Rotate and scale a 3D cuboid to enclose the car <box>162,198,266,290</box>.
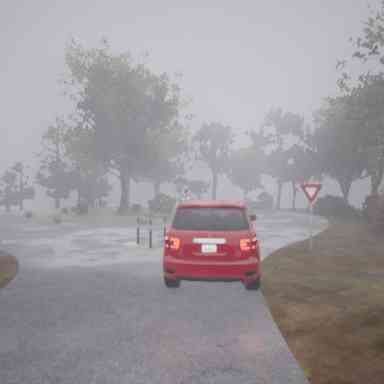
[{"bbox_3d":[0.637,1.213,9.270,2.150,2.045,5.566,0,0,6],"label":"car"}]

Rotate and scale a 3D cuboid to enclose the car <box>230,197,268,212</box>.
[{"bbox_3d":[6.638,1.442,39.252,1.882,1.535,5.008,1,-1,-26],"label":"car"}]
